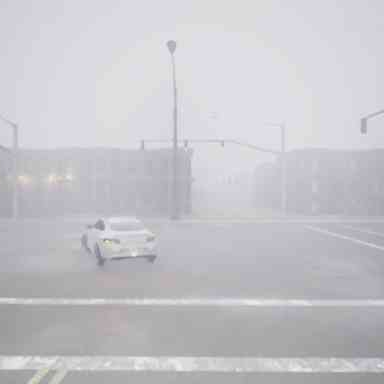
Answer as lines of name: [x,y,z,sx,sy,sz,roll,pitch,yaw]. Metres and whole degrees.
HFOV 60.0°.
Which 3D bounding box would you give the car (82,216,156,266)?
car: [-2.655,1.579,11.804,1.812,1.442,4.674,1,0,-25]
